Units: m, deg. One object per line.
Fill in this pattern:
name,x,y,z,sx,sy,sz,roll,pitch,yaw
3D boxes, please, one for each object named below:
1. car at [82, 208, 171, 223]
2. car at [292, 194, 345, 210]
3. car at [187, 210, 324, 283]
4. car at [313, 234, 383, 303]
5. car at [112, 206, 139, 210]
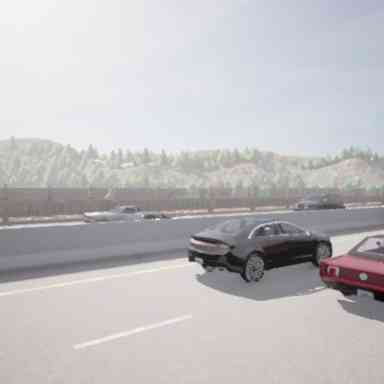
car,-2.425,1.597,15.219,4.718,1.301,1.895,0,0,-36
car,11.328,1.175,29.559,5.566,2.045,2.150,0,0,-36
car,2.138,1.481,9.651,4.902,1.511,2.128,0,0,-36
car,4.970,1.585,7.378,4.718,1.301,1.895,0,0,-36
car,-4.762,1.598,22.176,4.718,1.301,1.895,0,0,-36
